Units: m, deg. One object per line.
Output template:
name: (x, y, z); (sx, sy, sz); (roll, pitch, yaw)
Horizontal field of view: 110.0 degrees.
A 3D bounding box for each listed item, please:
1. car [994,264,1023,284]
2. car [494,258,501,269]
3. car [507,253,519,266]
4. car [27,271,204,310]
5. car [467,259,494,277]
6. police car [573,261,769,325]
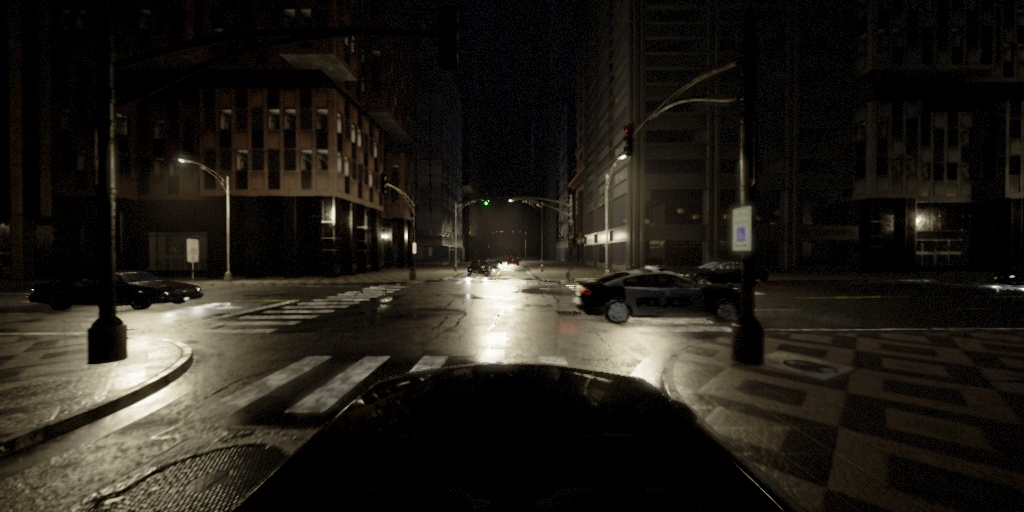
car: (30.802, 0.994, 20.649); (4.181, 1.385, 1.994); (0, 0, 0)
car: (-2.949, 1.048, 48.861); (2.033, 1.411, 5.357); (0, 0, 0)
car: (0.191, 0.783, 63.412); (2.097, 1.767, 4.553); (0, 0, 0)
car: (-15.514, 1.310, 14.175); (5.357, 1.411, 2.033); (0, 0, 0)
car: (-3.018, 1.082, 33.390); (1.837, 1.490, 4.892); (0, 1, 0)
police car: (4.512, 1.103, 10.932); (5.238, 1.638, 1.930); (0, 0, 0)
